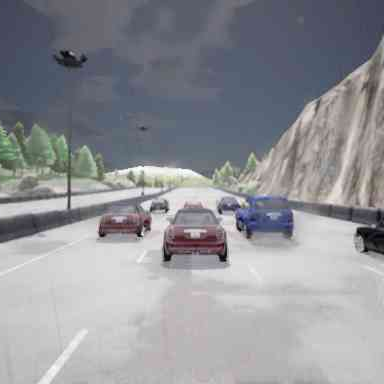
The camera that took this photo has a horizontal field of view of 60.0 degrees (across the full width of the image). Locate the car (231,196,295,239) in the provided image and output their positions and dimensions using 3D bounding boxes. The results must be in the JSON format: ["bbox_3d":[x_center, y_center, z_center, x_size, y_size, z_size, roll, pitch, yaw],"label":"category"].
[{"bbox_3d":[3.606,1.215,17.274,2.150,2.045,5.566,0,0,0],"label":"car"}]

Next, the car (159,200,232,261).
[{"bbox_3d":[0.105,1.359,12.532,2.097,1.767,4.553,0,0,0],"label":"car"}]

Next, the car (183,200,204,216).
[{"bbox_3d":[0.110,1.494,32.893,1.895,1.301,4.718,0,1,0],"label":"car"}]

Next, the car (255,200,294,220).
[{"bbox_3d":[7.109,1.473,29.242,2.033,1.411,5.357,0,0,0],"label":"car"}]

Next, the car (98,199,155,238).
[{"bbox_3d":[-3.394,1.343,17.643,2.097,1.767,4.553,0,0,0],"label":"car"}]

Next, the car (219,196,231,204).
[{"bbox_3d":[3.610,1.232,34.276,2.097,1.767,4.553,0,1,0],"label":"car"}]

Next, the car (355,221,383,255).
[{"bbox_3d":[7.104,1.486,10.652,1.882,1.535,5.008,0,0,0],"label":"car"}]

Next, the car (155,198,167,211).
[{"bbox_3d":[-3.389,1.393,35.596,1.812,1.442,4.674,0,1,0],"label":"car"}]
